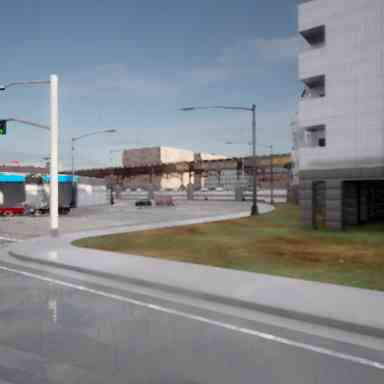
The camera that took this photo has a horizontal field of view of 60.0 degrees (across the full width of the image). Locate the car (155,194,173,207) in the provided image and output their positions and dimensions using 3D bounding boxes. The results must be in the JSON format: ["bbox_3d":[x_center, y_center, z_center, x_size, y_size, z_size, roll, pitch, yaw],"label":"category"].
[{"bbox_3d":[-4.596,1.431,56.114,2.150,2.045,5.566,0,0,7],"label":"car"}]

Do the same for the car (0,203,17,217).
[{"bbox_3d":[-17.760,1.800,34.356,1.895,1.301,4.718,0,0,36],"label":"car"}]

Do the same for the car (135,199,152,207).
[{"bbox_3d":[-8.162,1.826,55.905,1.895,1.301,4.718,0,0,7],"label":"car"}]

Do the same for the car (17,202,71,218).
[{"bbox_3d":[-14.375,1.704,33.127,1.812,1.442,4.674,0,0,35],"label":"car"}]
